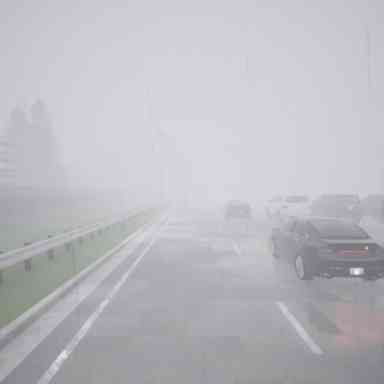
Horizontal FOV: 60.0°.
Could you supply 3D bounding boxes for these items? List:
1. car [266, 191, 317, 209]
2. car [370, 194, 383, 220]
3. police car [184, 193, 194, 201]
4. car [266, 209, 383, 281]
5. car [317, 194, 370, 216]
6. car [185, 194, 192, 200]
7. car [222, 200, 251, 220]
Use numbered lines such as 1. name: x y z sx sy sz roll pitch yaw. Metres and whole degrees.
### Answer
1. car: 7.104 1.150 24.903 2.150 2.045 5.566 0 0 0
2. car: 14.105 1.150 24.902 2.150 2.045 5.566 0 0 0
3. police car: -1.036 1.196 80.442 1.930 1.638 5.238 0 0 0
4. car: 3.604 1.477 9.694 1.837 1.490 4.892 0 0 0
5. car: 10.604 1.150 24.908 2.150 2.045 5.566 0 0 0
6. car: -1.035 1.248 90.333 1.837 1.490 4.892 0 0 0
7. car: 3.605 1.399 27.344 1.882 1.535 5.008 0 0 0
